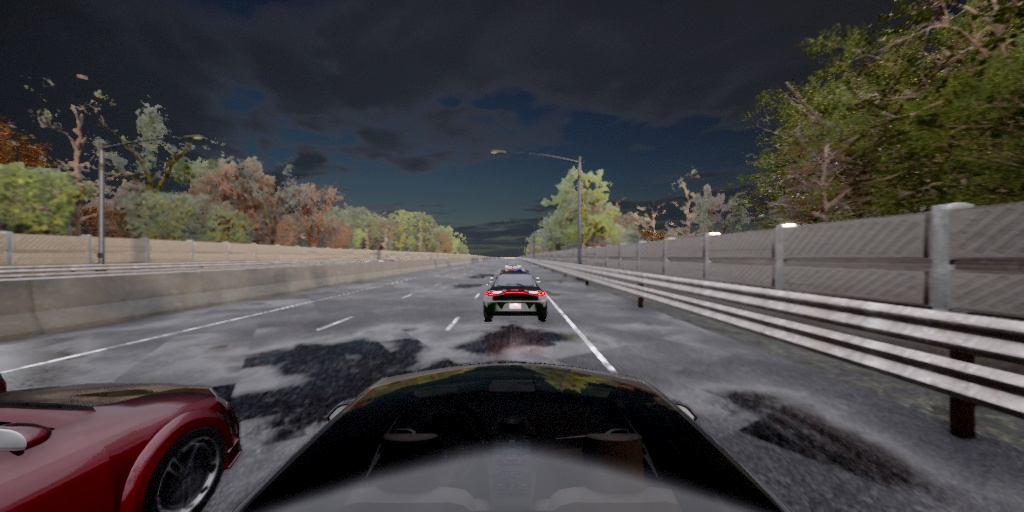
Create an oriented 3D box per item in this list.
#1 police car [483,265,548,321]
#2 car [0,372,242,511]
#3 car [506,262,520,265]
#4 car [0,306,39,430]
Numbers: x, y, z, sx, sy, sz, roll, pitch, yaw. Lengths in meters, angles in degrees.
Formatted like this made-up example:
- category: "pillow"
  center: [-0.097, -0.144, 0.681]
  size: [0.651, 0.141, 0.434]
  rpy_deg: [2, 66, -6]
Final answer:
- category: "police car"
  center: [0.101, 1.257, 12.648]
  size: [2.038, 1.542, 4.974]
  rpy_deg: [0, 0, 0]
- category: "car"
  center: [-3.401, 1.314, 1.456]
  size: [1.994, 1.385, 4.181]
  rpy_deg: [0, 0, 0]
- category: "car"
  center: [0.108, 1.363, 44.304]
  size: [1.895, 1.301, 4.718]
  rpy_deg: [0, 0, 0]
- category: "car"
  center: [-6.901, 1.314, 2.384]
  size: [1.994, 1.385, 4.181]
  rpy_deg: [0, 0, 0]
